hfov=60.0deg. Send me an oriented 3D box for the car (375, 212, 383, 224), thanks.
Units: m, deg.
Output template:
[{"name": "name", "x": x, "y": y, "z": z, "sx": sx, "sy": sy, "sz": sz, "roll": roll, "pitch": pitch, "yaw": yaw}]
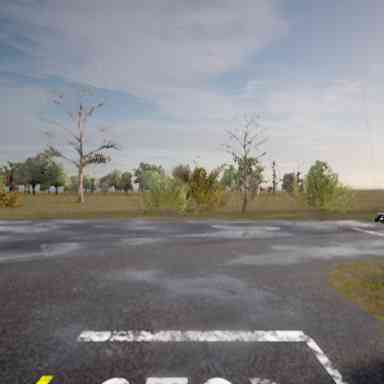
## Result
[{"name": "car", "x": 14.804, "y": 1.612, "z": 22.531, "sx": 4.181, "sy": 1.385, "sz": 1.994, "roll": 0, "pitch": 0, "yaw": -2}]
